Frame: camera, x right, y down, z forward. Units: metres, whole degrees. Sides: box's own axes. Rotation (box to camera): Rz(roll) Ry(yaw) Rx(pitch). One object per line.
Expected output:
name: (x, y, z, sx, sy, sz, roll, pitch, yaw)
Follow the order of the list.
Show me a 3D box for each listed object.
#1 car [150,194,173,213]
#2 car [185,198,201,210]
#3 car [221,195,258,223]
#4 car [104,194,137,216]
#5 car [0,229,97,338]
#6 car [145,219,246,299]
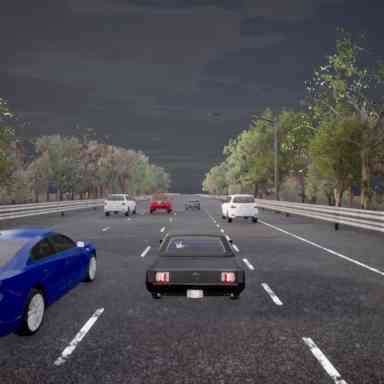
car: (-3.386, 1.247, 37.037, 2.150, 2.045, 5.566, 0, 0, 0)
car: (0.112, 1.524, 42.938, 2.128, 1.511, 4.902, 0, 0, 0)
car: (3.626, 1.235, 25.947, 2.150, 2.045, 5.566, 0, 0, -2)
car: (-6.902, 1.242, 32.483, 2.150, 2.045, 5.566, 0, 0, 1)
car: (-3.397, 1.477, 6.687, 1.882, 1.535, 5.008, 0, 0, 0)
car: (0.099, 1.601, 8.380, 1.895, 1.301, 4.718, 0, 0, 1)
